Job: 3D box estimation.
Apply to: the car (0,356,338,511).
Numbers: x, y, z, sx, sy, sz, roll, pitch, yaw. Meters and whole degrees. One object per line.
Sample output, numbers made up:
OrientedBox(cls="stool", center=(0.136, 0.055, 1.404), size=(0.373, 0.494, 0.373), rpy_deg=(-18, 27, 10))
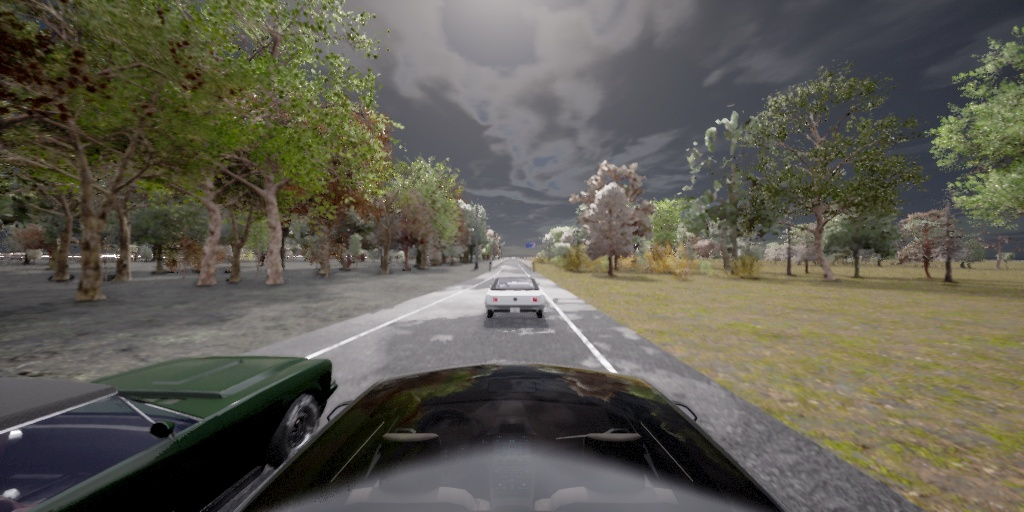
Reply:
OrientedBox(cls="car", center=(-2.979, 1.351, 1.964), size=(1.895, 1.301, 4.718), rpy_deg=(0, 0, 2))

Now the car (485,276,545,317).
OrientedBox(cls="car", center=(0.100, 1.386, 13.276), size=(1.895, 1.301, 4.718), rpy_deg=(0, 0, 0))
